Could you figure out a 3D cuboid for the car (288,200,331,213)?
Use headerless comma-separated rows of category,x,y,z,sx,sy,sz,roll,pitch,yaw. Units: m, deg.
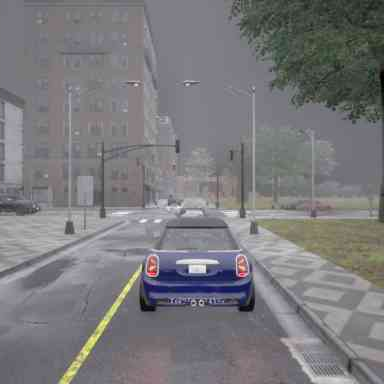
car,13.592,1.626,37.903,4.181,1.385,1.994,0,-1,-1

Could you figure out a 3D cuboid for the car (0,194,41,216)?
car,-17.224,1.186,31.126,5.566,2.045,2.150,0,-1,0

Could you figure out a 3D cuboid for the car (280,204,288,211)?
car,13.713,1.644,41.163,5.357,1.411,2.033,0,-1,0

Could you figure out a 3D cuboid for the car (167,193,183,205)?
car,-2.981,1.292,55.744,2.150,2.045,5.566,0,1,-2

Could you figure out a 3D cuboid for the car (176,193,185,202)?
car,-2.956,1.386,86.082,2.150,2.045,5.566,0,0,0

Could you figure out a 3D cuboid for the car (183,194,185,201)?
car,-2.912,1.483,71.003,2.097,1.767,4.553,0,0,0

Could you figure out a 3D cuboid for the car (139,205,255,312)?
car,0.093,1.355,7.885,2.097,1.767,4.553,0,0,0

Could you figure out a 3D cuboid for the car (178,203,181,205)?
car,0.017,1.537,17.558,1.812,1.442,4.674,0,0,1
